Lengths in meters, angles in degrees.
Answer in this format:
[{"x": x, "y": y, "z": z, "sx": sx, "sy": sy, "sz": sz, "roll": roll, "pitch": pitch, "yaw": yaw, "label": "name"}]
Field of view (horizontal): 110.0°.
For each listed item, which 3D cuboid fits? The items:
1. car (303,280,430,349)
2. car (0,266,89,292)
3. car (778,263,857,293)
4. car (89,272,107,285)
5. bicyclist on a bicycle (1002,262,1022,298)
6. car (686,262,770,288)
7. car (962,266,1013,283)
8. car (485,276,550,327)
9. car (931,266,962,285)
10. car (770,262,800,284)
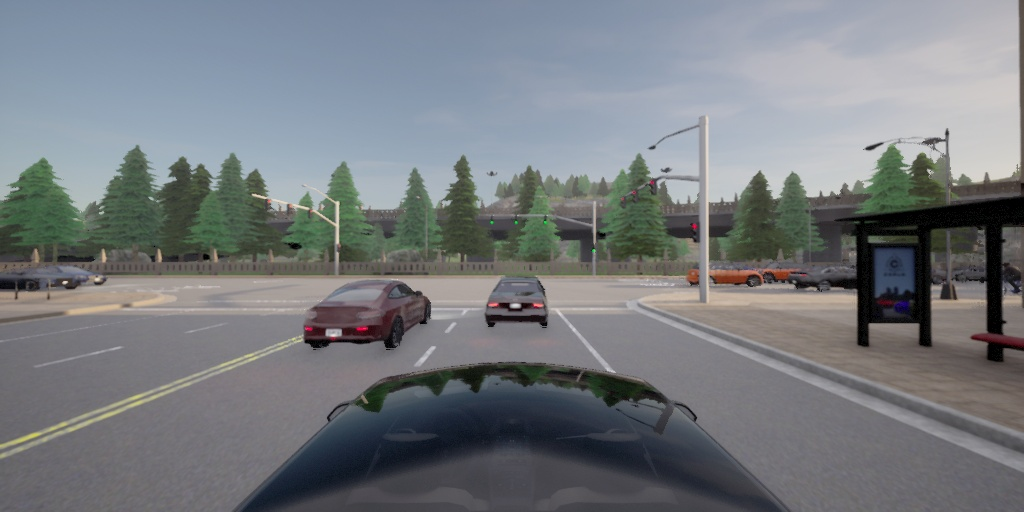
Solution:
[{"x": -3.431, "y": 1.334, "z": 9.222, "sx": 1.812, "sy": 1.442, "sz": 4.674, "roll": 0, "pitch": 0, "yaw": 0, "label": "car"}, {"x": -29.036, "y": 1.416, "z": 21.726, "sx": 4.181, "sy": 1.385, "sz": 1.994, "roll": 0, "pitch": 0, "yaw": 1, "label": "car"}, {"x": 19.115, "y": 1.336, "z": 21.180, "sx": 4.902, "sy": 1.511, "sz": 2.128, "roll": 0, "pitch": 0, "yaw": 1, "label": "car"}, {"x": -31.561, "y": 1.405, "z": 25.269, "sx": 4.674, "sy": 1.442, "sz": 1.812, "roll": 0, "pitch": 0, "yaw": 0, "label": "car"}, {"x": 22.759, "y": 1.108, "z": 16.356, "sx": 0.582, "sy": 1.620, "sz": 1.656, "roll": 0, "pitch": -1, "yaw": 1, "label": "bicyclist on a bicycle"}, {"x": 14.613, "y": 1.225, "z": 24.735, "sx": 4.553, "sy": 1.767, "sz": 2.097, "roll": 0, "pitch": 0, "yaw": 1, "label": "car"}, {"x": 38.081, "y": 1.475, "z": 29.754, "sx": 4.181, "sy": 1.385, "sz": 1.994, "roll": 0, "pitch": 0, "yaw": 17, "label": "car"}, {"x": 0.267, "y": 1.377, "z": 11.942, "sx": 2.033, "sy": 1.411, "sz": 5.357, "roll": 0, "pitch": 0, "yaw": 4, "label": "car"}, {"x": 30.561, "y": 1.444, "z": 27.827, "sx": 5.357, "sy": 1.411, "sz": 2.033, "roll": 0, "pitch": 0, "yaw": 6, "label": "car"}, {"x": 20.958, "y": 1.252, "z": 28.268, "sx": 4.553, "sy": 1.767, "sz": 2.097, "roll": 0, "pitch": 0, "yaw": 2, "label": "car"}]
